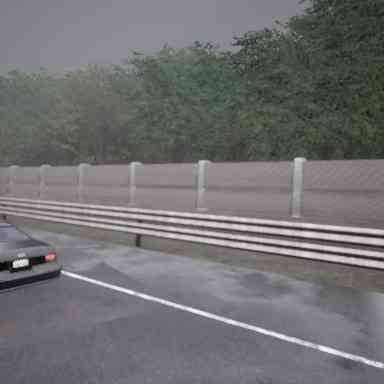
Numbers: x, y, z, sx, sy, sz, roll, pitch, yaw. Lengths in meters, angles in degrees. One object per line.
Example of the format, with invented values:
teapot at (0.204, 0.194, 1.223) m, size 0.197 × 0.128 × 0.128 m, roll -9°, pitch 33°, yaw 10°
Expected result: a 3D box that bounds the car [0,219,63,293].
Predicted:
car at (-5.166, 1.270, 7.551) m, size 5.357 × 1.411 × 2.033 m, roll 2°, pitch 1°, yaw 36°
